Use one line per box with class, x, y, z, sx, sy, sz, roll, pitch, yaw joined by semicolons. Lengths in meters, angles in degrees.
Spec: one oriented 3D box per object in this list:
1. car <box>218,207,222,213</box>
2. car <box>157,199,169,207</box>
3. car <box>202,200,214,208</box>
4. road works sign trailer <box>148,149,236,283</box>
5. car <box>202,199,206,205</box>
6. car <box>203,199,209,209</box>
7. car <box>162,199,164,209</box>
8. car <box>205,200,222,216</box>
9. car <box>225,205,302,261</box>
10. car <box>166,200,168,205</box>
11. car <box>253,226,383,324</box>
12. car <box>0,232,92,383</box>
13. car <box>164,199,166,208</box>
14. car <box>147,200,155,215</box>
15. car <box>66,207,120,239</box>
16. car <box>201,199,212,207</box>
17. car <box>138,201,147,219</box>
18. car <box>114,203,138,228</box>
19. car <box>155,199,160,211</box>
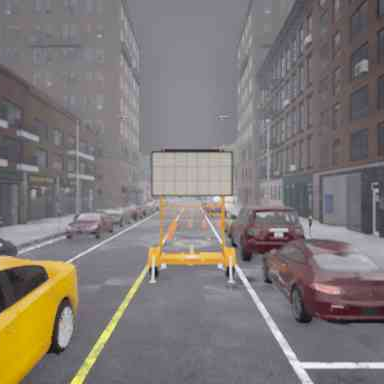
car;2.637;1.649;18.188;1.752;1.417;4.829;0;0;0
car;-5.373;2.019;62.165;1.802;1.307;4.206;0;0;0
car;2.650;1.978;56.646;1.802;1.307;4.206;0;0;0
road works sign trailer;0.001;0.532;9.877;2.380;3.560;2.880;0;0;0
car;2.647;1.840;45.781;1.752;1.417;4.829;0;0;0
car;2.646;1.855;40.092;1.802;1.307;4.206;0;0;0
car;-5.378;1.753;45.610;1.967;1.590;4.097;0;0;0
car;2.645;1.816;34.574;1.802;1.307;4.206;0;0;0
car;2.640;1.400;12.503;2.192;1.841;5.009;0;0;0
car;-5.375;1.836;56.647;1.967;1.590;4.097;0;0;0
car;2.638;1.630;6.983;1.802;1.307;4.206;0;0;0
car;-2.751;1.501;3.346;1.882;1.535;5.008;0;0;0
car;-5.376;1.878;50.958;1.752;1.417;4.829;0;0;0
car;-5.380;1.800;34.572;1.947;1.339;4.313;0;0;0
car;-5.384;1.704;18.016;1.802;1.307;4.206;0;0;0
car;2.652;2.003;62.165;1.947;1.339;4.313;0;0;0
car;-5.381;1.741;29.054;1.887;1.381;4.507;0;0;0
car;-5.383;1.710;23.535;2.008;1.369;4.403;0;0;0
car;-5.379;1.823;40.090;2.008;1.369;4.403;0;0;0
